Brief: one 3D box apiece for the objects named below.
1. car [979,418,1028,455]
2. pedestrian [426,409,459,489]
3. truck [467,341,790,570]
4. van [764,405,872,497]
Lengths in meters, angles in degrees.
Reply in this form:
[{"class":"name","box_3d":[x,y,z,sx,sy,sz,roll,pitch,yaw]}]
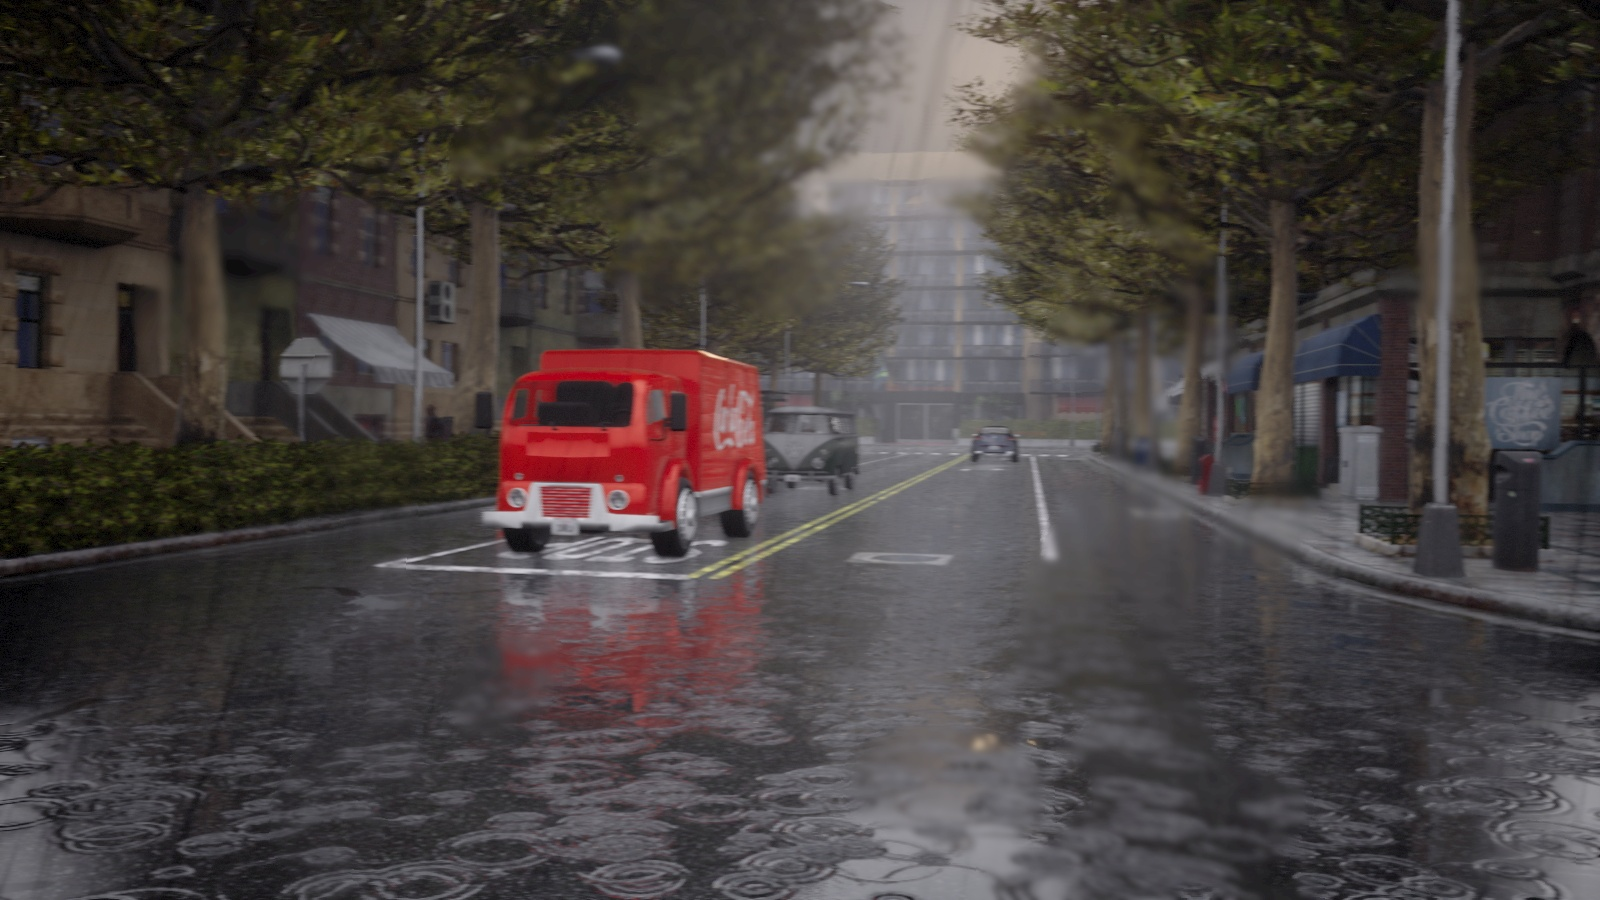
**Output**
[{"class":"car","box_3d":[9.581,-0.651,58.810,2.152,1.651,5.027,0,1,11]},{"class":"pedestrian","box_3d":[-8.426,-0.038,29.576,0.376,1.854,0.720,0,1,19]},{"class":"truck","box_3d":[-1.923,0.014,16.298,2.627,2.467,5.204,0,1,11]},{"class":"van","box_3d":[0.501,-0.020,29.263,1.775,1.987,4.442,0,1,11]}]
